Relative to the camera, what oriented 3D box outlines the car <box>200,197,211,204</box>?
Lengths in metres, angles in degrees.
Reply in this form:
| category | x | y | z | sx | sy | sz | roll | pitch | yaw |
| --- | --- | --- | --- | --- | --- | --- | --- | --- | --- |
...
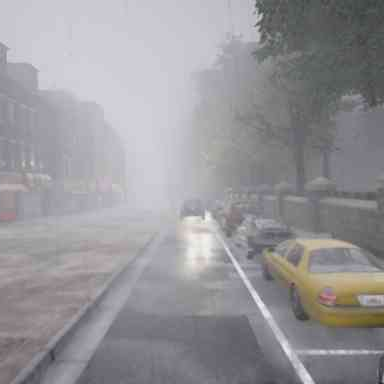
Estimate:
| category | x | y | z | sx | sy | sz | roll | pitch | yaw |
| --- | --- | --- | --- | --- | --- | --- | --- | --- | --- |
| car | 2.613 | 1.723 | 66.888 | 2.008 | 1.369 | 4.403 | -1 | 0 | 0 |

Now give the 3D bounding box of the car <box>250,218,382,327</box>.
| category | x | y | z | sx | sy | sz | roll | pitch | yaw |
| --- | --- | --- | --- | --- | --- | --- | --- | --- | --- |
| car | 2.623 | 1.525 | 7.104 | 1.752 | 1.417 | 4.829 | -1 | 0 | 0 |

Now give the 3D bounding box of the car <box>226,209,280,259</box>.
| category | x | y | z | sx | sy | sz | roll | pitch | yaw |
| --- | --- | --- | --- | --- | --- | --- | --- | --- | --- |
| car | 2.622 | 1.553 | 12.386 | 2.008 | 1.369 | 4.403 | -1 | 0 | 0 |

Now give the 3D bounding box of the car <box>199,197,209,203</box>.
| category | x | y | z | sx | sy | sz | roll | pitch | yaw |
| --- | --- | --- | --- | --- | --- | --- | --- | --- | --- |
| car | 2.639 | 1.763 | 74.023 | 2.008 | 1.369 | 4.403 | -1 | 0 | 0 |

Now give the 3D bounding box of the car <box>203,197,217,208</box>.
| category | x | y | z | sx | sy | sz | roll | pitch | yaw |
| --- | --- | --- | --- | --- | --- | --- | --- | --- | --- |
| car | 2.743 | 1.577 | 51.331 | 1.882 | 1.535 | 5.008 | 0 | 0 | 0 |

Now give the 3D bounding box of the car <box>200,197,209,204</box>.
| category | x | y | z | sx | sy | sz | roll | pitch | yaw |
| --- | --- | --- | --- | --- | --- | --- | --- | --- | --- |
| car | 2.663 | 1.726 | 72.049 | 1.752 | 1.417 | 4.829 | -1 | 0 | 0 |

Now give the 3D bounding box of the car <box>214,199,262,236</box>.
| category | x | y | z | sx | sy | sz | roll | pitch | yaw |
| --- | --- | --- | --- | --- | --- | --- | --- | --- | --- |
| car | 2.617 | 1.325 | 17.836 | 2.192 | 1.841 | 5.009 | -1 | 0 | 0 |

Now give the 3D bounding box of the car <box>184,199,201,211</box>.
| category | x | y | z | sx | sy | sz | roll | pitch | yaw |
| --- | --- | --- | --- | --- | --- | --- | --- | --- | --- |
| car | 0.053 | 1.614 | 42.749 | 2.033 | 1.411 | 5.357 | 0 | 0 | 0 |

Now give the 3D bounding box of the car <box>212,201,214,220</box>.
| category | x | y | z | sx | sy | sz | roll | pitch | yaw |
| --- | --- | --- | --- | --- | --- | --- | --- | --- | --- |
| car | 2.620 | 1.544 | 23.456 | 1.752 | 1.417 | 4.829 | -1 | 0 | 0 |

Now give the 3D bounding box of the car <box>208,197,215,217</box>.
| category | x | y | z | sx | sy | sz | roll | pitch | yaw |
| --- | --- | --- | --- | --- | --- | --- | --- | --- | --- |
| car | 2.617 | 1.469 | 28.737 | 1.967 | 1.590 | 4.097 | -1 | 0 | 0 |

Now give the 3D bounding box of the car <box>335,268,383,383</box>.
| category | x | y | z | sx | sy | sz | roll | pitch | yaw |
| --- | --- | --- | --- | --- | --- | --- | --- | --- | --- |
| car | 2.625 | 1.551 | 1.485 | 2.008 | 1.369 | 4.403 | -1 | 0 | 0 |

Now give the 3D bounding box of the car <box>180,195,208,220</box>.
| category | x | y | z | sx | sy | sz | roll | pitch | yaw |
| --- | --- | --- | --- | --- | --- | --- | --- | --- | --- |
| car | 0.061 | 1.381 | 28.820 | 2.097 | 1.767 | 4.553 | 0 | 0 | 0 |
